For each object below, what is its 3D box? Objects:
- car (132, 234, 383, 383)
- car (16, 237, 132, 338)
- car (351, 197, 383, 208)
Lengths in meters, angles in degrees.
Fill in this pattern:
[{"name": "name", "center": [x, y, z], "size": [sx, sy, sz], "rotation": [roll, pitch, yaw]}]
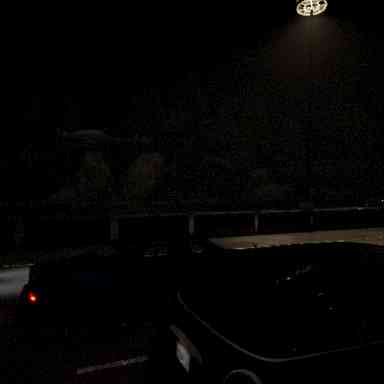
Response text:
[{"name": "car", "center": [1.885, 1.349, 3.530], "size": [4.553, 1.767, 2.097], "rotation": [0, 0, -23]}, {"name": "car", "center": [-0.318, 1.543, 6.404], "size": [5.357, 1.411, 2.033], "rotation": [0, 0, -23]}, {"name": "car", "center": [22.484, 1.300, 42.621], "size": [4.181, 1.385, 1.994], "rotation": [-1, 0, -23]}]
